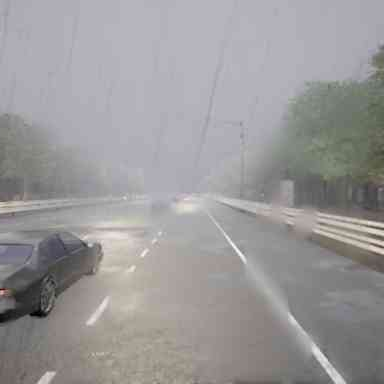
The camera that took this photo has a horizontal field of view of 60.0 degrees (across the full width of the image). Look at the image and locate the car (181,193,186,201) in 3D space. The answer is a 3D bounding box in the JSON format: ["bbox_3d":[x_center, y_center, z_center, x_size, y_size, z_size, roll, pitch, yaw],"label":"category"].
[{"bbox_3d":[-3.390,1.308,92.152,2.150,2.045,5.566,0,0,0],"label":"car"}]

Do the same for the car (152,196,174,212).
[{"bbox_3d":[-3.499,1.491,38.882,1.882,1.535,5.008,0,0,0],"label":"car"}]

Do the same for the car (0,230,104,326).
[{"bbox_3d":[-3.502,1.550,7.373,2.033,1.411,5.357,0,0,0],"label":"car"}]

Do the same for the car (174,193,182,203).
[{"bbox_3d":[-3.477,1.577,68.030,1.837,1.490,4.892,0,0,0],"label":"car"}]
